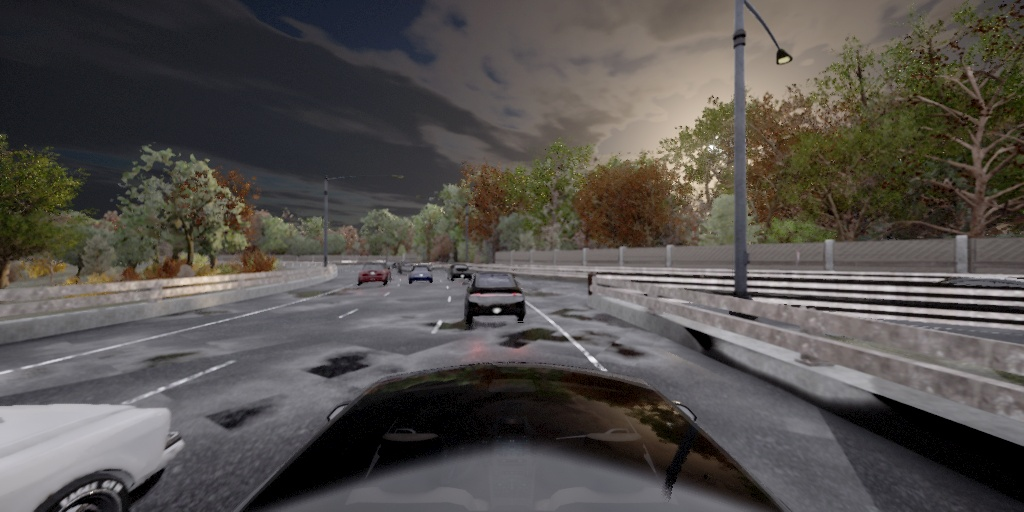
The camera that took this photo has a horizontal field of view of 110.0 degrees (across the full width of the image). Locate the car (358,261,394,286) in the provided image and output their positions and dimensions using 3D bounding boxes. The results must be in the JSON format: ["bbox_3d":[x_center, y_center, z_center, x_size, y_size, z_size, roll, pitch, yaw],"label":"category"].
[{"bbox_3d":[-10.874,1.344,28.622,2.097,1.767,4.553,0,-1,-15],"label":"car"}]

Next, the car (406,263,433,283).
[{"bbox_3d":[-8.011,1.578,31.336,1.994,1.385,4.181,0,-1,-16],"label":"car"}]

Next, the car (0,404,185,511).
[{"bbox_3d":[-3.504,1.343,0.625,1.895,1.301,4.718,0,-1,0],"label":"car"}]

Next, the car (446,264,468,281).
[{"bbox_3d":[-5.061,1.538,33.701,1.837,1.490,4.892,0,-1,-17],"label":"car"}]

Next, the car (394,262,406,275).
[{"bbox_3d":[-14.260,1.652,47.721,2.128,1.511,4.902,0,-1,-25],"label":"car"}]

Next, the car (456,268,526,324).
[{"bbox_3d":[-0.683,1.337,12.480,2.128,1.511,4.902,0,0,-6],"label":"car"}]

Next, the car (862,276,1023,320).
[{"bbox_3d":[14.043,1.351,11.092,4.674,1.442,1.812,-1,-1,45],"label":"car"}]
